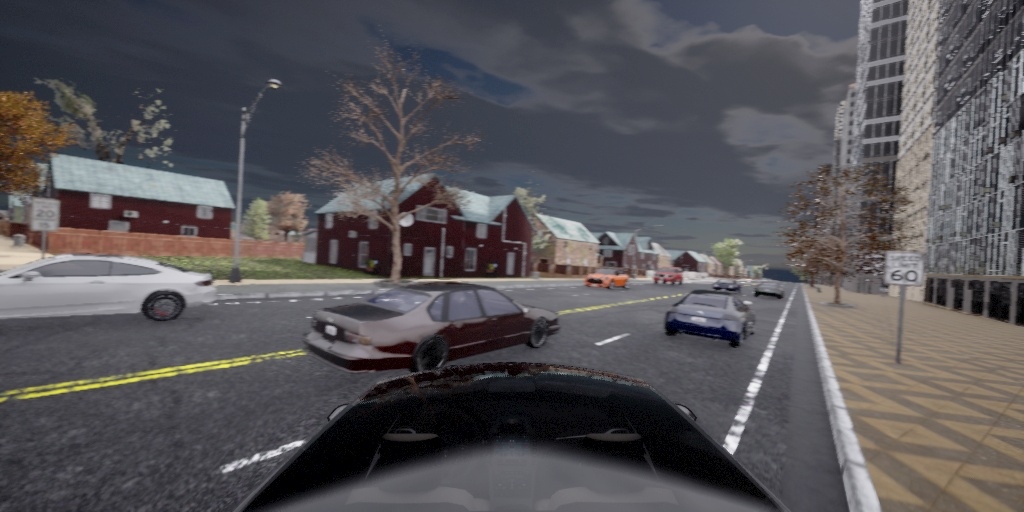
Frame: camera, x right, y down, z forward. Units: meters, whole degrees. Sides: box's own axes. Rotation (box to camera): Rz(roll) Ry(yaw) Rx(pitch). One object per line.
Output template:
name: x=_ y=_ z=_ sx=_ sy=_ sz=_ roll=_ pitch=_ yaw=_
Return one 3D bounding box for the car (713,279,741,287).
car: x=20.675 y=2.888 z=34.367 sx=1.895 sy=1.301 sz=4.718 roll=4 pitch=0 yaw=39

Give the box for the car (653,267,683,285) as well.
car: x=18.453 y=2.311 z=42.098 sx=2.150 sy=2.045 sz=5.566 roll=4 pitch=0 yaw=39

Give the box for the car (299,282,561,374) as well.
car: x=-1.092 y=1.244 z=7.202 sx=2.033 sy=1.411 sz=5.357 roll=4 pitch=0 yaw=39

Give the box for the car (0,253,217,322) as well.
car: x=-9.311 y=0.662 z=7.656 sx=1.812 sy=1.442 sz=4.674 roll=4 pitch=-1 yaw=39

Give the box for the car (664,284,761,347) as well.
car: x=6.289 y=1.771 z=11.228 sx=1.994 sy=1.385 sz=4.181 roll=4 pitch=0 yaw=39

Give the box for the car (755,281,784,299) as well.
car: x=23.177 y=3.011 z=32.295 sx=1.994 sy=1.385 sz=4.181 roll=4 pitch=0 yaw=39

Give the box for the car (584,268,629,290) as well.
car: x=7.670 y=1.729 z=28.813 sx=2.097 sy=1.767 sz=4.553 roll=4 pitch=0 yaw=39
